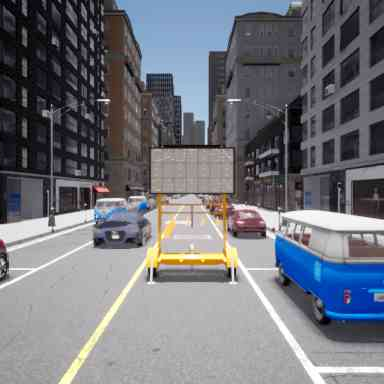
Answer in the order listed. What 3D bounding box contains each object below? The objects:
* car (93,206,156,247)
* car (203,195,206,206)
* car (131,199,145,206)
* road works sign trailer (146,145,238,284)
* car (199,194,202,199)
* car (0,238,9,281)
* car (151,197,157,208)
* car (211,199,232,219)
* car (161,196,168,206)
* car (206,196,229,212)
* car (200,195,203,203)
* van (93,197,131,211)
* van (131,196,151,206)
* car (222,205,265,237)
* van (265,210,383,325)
[{"bbox_3d":[-2.993,1.562,14.967,1.994,1.385,4.181,0,0,0],"label":"car"},{"bbox_3d":[2.876,1.442,45.344,1.967,1.590,4.097,0,0,0],"label":"car"},{"bbox_3d":[-5.657,1.550,28.843,2.008,1.369,4.403,0,0,0],"label":"car"},{"bbox_3d":[0.005,0.464,9.514,2.380,3.560,2.880,0,0,0],"label":"road works sign trailer"},{"bbox_3d":[2.885,1.577,67.349,1.947,1.339,4.313,0,0,0],"label":"car"},{"bbox_3d":[-5.666,1.440,6.838,1.967,1.590,4.097,0,0,0],"label":"car"},{"bbox_3d":[-5.652,1.567,39.846,1.947,1.339,4.313,0,0,0],"label":"car"},{"bbox_3d":[2.869,1.581,28.839,1.802,1.307,4.206,0,0,0],"label":"car"},{"bbox_3d":[-5.645,1.572,56.350,1.947,1.339,4.313,0,0,0],"label":"car"},{"bbox_3d":[2.871,1.315,34.341,2.192,1.841,5.009,0,0,0],"label":"car"},{"bbox_3d":[2.880,1.557,56.347,2.008,1.369,4.403,0,0,0],"label":"car"},{"bbox_3d":[-5.659,1.340,23.343,1.690,1.788,3.998,0,0,0],"label":"van"},{"bbox_3d":[-5.655,1.341,34.345,1.690,1.788,3.998,0,0,0],"label":"van"},{"bbox_3d":[2.864,1.581,17.837,1.802,1.307,4.206,0,0,0],"label":"car"},{"bbox_3d":[2.859,1.341,6.834,1.690,1.788,3.998,0,0,0],"label":"van"}]
